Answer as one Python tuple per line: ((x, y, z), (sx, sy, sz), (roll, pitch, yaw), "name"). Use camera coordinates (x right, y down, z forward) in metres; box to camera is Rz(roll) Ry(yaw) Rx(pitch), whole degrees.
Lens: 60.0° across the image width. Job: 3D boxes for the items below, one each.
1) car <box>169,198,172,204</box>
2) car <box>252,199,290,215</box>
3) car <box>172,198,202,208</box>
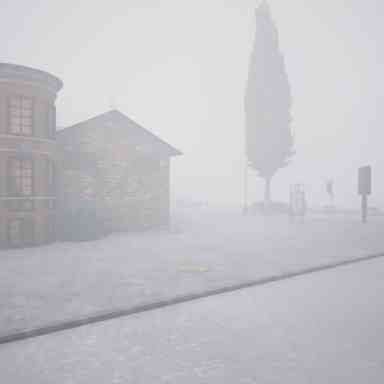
((-5.317, 1.601, 60.949), (1.895, 1.301, 4.718), (0, 0, -35), "car")
((8.396, 1.492, 34.539), (2.128, 1.511, 4.902), (0, 0, -36), "car")
((-0.496, 1.526, 46.991), (1.812, 1.442, 4.674), (0, 0, -35), "car")
